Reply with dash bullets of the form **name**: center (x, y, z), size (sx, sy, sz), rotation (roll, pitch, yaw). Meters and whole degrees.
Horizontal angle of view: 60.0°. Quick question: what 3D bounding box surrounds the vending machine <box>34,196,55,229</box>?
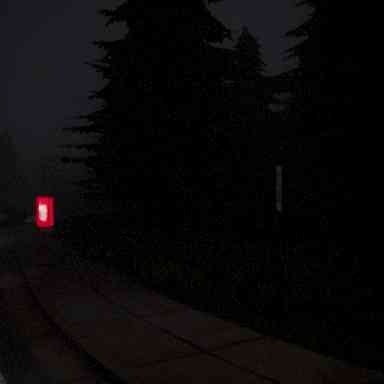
- **vending machine**: center (-9.663, 1.302, 21.823), size (1.100, 2.100, 0.880), rotation (0, 0, -13)

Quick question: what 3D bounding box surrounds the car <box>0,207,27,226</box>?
- **car**: center (-13.673, 1.715, 24.187), size (1.895, 1.301, 4.718), rotation (0, 0, -8)
